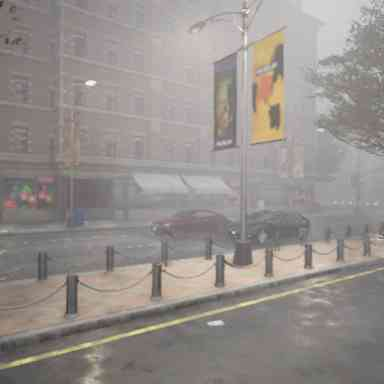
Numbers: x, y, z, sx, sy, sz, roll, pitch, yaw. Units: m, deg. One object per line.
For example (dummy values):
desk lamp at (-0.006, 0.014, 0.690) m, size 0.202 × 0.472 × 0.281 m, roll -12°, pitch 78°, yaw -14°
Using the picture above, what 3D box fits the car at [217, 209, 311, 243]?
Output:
car at (3.857, 1.638, 16.446) m, size 4.892 × 1.490 × 1.837 m, roll 1°, pitch -1°, yaw -35°

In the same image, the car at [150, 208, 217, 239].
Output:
car at (0.026, 1.623, 18.042) m, size 4.674 × 1.442 × 1.812 m, roll 1°, pitch -1°, yaw -35°
